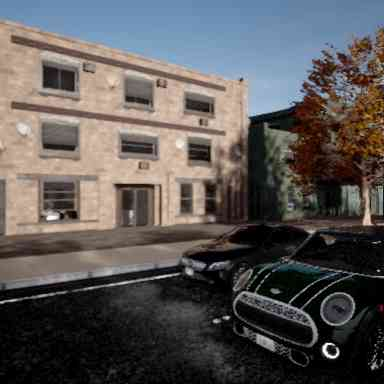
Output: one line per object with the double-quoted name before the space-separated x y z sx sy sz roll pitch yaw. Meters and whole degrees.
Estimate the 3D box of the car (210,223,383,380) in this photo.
"car" 2.796 1.404 5.684 4.553 1.767 2.097 1 0 -36

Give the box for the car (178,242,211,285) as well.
"car" 1.837 1.589 8.991 4.674 1.442 1.812 1 0 -36
